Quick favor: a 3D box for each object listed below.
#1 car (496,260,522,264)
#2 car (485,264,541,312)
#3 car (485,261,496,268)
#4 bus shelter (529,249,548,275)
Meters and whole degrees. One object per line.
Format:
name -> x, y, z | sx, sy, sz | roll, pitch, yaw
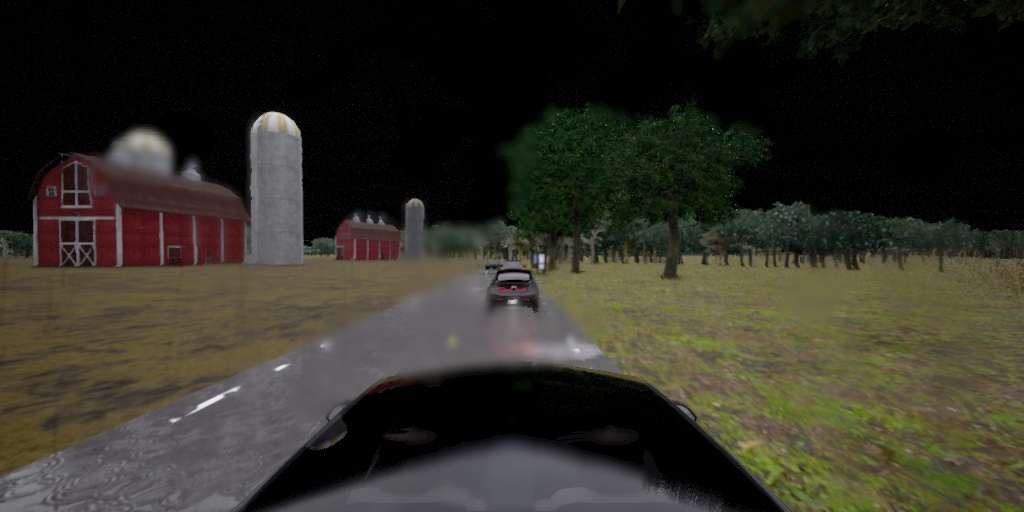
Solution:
car -> 0.082, 1.095, 28.839 | 2.097, 1.767, 4.553 | 0, 0, 0
car -> 0.078, 1.248, 14.029 | 1.837, 1.490, 4.892 | 0, 0, 0
car -> -2.810, 1.362, 50.862 | 1.895, 1.301, 4.718 | 0, 0, 0
bus shelter -> 3.142, 0.628, 41.005 | 1.920, 2.740, 3.880 | 0, 0, 0
